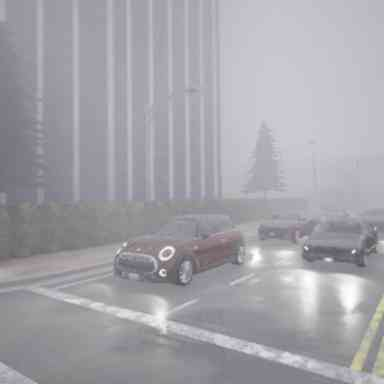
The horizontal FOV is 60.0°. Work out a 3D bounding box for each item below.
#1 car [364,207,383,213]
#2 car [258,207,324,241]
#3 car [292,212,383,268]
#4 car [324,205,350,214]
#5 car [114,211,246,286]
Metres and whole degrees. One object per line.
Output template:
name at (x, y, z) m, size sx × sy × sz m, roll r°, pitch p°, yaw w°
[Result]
car at (11.390, 1.684, 20.250) m, size 1.882 × 1.535 × 5.008 m, roll -1°, pitch -1°, yaw 36°
car at (5.208, 1.711, 17.633) m, size 1.882 × 1.535 × 5.008 m, roll -1°, pitch -1°, yaw 36°
car at (5.680, 1.689, 12.277) m, size 2.033 × 1.411 × 5.357 m, roll -1°, pitch -1°, yaw 36°
car at (10.748, 1.787, 25.354) m, size 2.128 × 1.511 × 4.902 m, roll -1°, pitch -1°, yaw 36°
car at (-0.161, 1.524, 10.133) m, size 2.097 × 1.767 × 4.553 m, roll -1°, pitch -1°, yaw 36°
